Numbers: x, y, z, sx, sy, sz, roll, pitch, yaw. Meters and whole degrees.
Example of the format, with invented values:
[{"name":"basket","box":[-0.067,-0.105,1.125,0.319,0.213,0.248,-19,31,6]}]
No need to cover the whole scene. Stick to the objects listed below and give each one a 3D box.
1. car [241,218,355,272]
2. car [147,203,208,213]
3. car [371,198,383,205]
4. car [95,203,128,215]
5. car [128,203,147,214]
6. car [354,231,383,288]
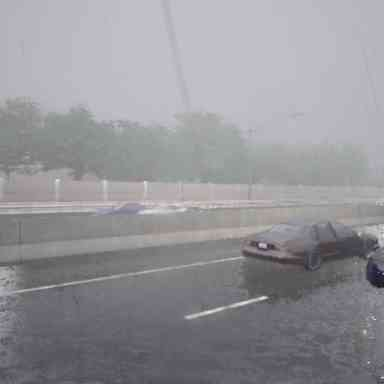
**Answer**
[{"name":"car","box":[4.063,1.579,10.948,5.357,1.411,2.033,0,0,-36]},{"name":"car","box":[-0.361,1.603,20.934,4.181,1.385,1.994,0,0,-35]},{"name":"car","box":[28.938,1.694,50.371,4.674,1.442,1.812,0,0,-35]},{"name":"car","box":[-5.223,1.561,26.077,4.674,1.442,1.812,0,0,-35]},{"name":"car","box":[-1.947,1.566,24.102,4.674,1.442,1.812,0,0,-35]},{"name":"car","box":[6.092,1.596,8.094,4.181,1.385,1.994,0,0,-36]}]
